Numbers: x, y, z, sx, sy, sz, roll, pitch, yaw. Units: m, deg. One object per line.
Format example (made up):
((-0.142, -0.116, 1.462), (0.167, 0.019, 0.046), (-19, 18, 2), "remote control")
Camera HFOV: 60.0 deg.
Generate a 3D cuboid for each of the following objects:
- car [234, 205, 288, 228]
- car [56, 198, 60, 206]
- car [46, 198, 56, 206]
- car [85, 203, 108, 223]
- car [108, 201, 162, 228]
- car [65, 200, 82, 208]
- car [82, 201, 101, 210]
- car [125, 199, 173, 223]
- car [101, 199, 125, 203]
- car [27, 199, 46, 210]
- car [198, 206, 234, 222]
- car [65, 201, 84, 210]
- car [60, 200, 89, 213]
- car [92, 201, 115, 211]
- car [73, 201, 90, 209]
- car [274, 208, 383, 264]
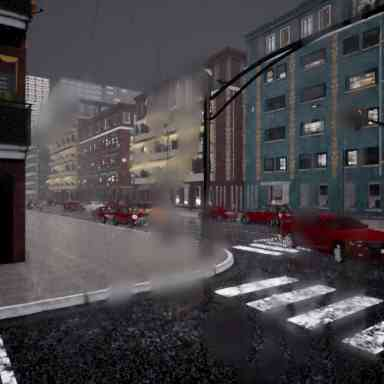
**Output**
((5.404, 1.639, 24.180), (1.967, 1.590, 4.097), (-1, 0, -35), "car")
((-26.428, 2.429, 69.625), (2.008, 1.369, 4.403), (-1, 0, -35), "car")
((-32.797, 2.327, 78.716), (2.192, 1.841, 5.009), (-1, 0, -35), "car")
((-7.409, 1.904, 28.727), (1.802, 1.307, 4.206), (-1, 0, -35), "car")
((-4.228, 1.694, 24.182), (1.967, 1.590, 4.097), (-1, 0, -35), "car")
((-23.245, 2.377, 65.080), (1.947, 1.339, 4.313), (-1, 0, -35), "car")
((-16.879, 2.258, 55.990), (1.802, 1.307, 4.206), (-1, 0, -35), "car")
((-3.482, 1.637, 27.435), (2.097, 1.767, 4.553), (0, -1, -35), "car")
((-10.518, 1.855, 46.901), (2.192, 1.841, 5.009), (-1, 0, -35), "car")
((-26.507, 2.170, 55.998), (1.967, 1.590, 4.097), (-1, 0, -35), "car")
((2.220, 1.849, 28.722), (1.802, 1.307, 4.206), (-1, 0, -35), "car")
((-19.621, 2.211, 55.448), (1.812, 1.442, 4.674), (0, -1, -35), "car")
((-16.160, 2.035, 45.626), (1.882, 1.535, 5.008), (0, -1, -35), "car")
((-13.697, 2.159, 51.445), (2.008, 1.369, 4.403), (-1, 0, -35), "car")
((-20.062, 2.325, 60.535), (1.802, 1.307, 4.206), (-1, 0, -35), "car")
((5.228, 1.547, 12.423), (1.882, 1.535, 5.008), (0, -1, -13), "car")
